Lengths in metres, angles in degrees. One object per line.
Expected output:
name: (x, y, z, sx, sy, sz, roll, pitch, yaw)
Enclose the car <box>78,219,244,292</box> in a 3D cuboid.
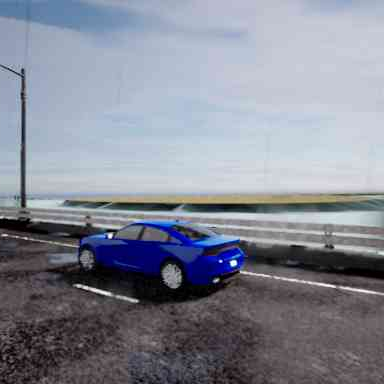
car: (-1.061, 1.481, 9.066, 5.008, 1.535, 1.882, 0, 0, 36)
